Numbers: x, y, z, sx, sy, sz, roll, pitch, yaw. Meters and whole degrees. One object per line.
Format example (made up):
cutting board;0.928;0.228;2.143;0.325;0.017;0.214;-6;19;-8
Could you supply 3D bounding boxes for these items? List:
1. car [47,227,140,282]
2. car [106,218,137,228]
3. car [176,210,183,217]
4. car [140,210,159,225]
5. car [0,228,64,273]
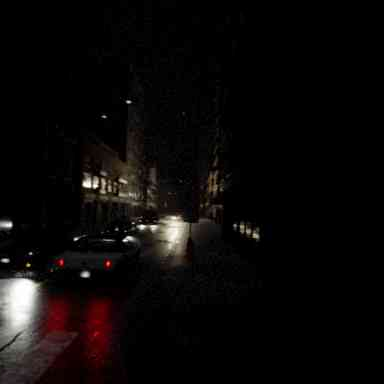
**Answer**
car;-2.998;2.136;11.551;1.895;1.301;4.718;2;-3;0
car;-5.931;2.871;28.179;1.994;1.385;4.181;2;-3;0
car;-3.419;6.122;92.248;1.882;1.535;5.008;2;-3;0
car;-5.926;3.591;46.861;2.150;2.045;5.566;2;-3;0
car;-5.854;2.065;12.420;1.994;1.385;4.181;2;-3;0
